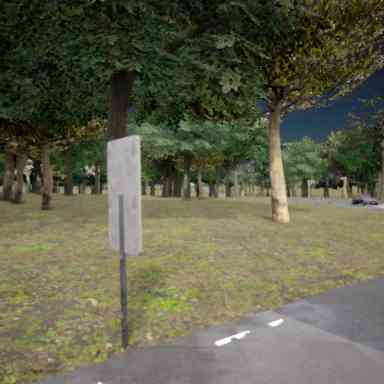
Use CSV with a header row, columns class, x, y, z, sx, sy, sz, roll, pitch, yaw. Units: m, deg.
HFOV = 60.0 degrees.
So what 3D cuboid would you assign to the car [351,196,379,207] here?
class,x,y,z,sx,sy,sz,roll,pitch,yaw
car,23.448,1.217,45.141,1.994,1.385,4.181,-1,1,-1
